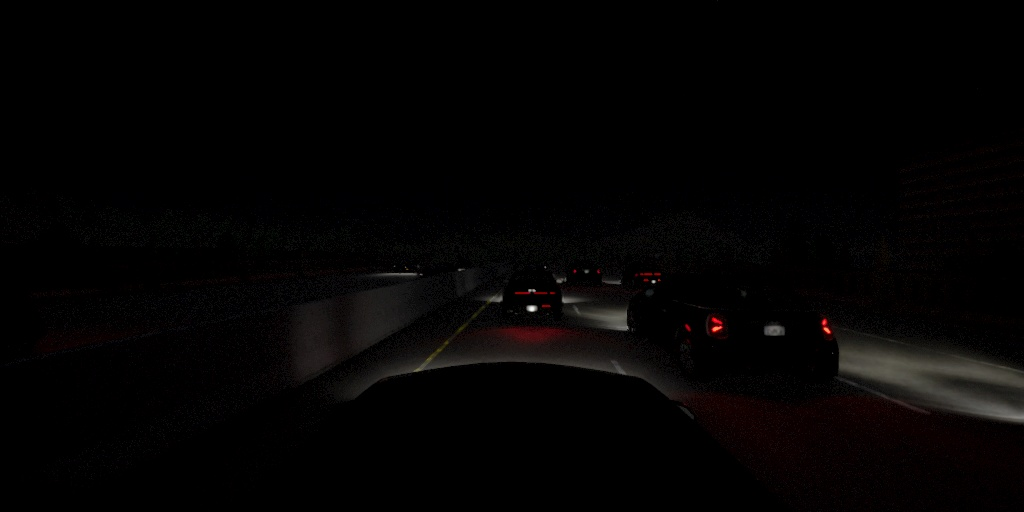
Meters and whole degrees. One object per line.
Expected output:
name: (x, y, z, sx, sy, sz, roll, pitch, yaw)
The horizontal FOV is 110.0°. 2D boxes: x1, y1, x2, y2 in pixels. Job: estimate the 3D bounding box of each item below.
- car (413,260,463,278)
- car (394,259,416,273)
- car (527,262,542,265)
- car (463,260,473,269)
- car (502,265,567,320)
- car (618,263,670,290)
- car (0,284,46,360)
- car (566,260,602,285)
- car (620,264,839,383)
car: (-5.498, 1.208, 27.511, 2.033, 1.411, 5.357, 0, 0, 4)
car: (-11.621, 1.108, 40.275, 1.837, 1.490, 4.892, 0, 0, 4)
car: (1.937, 1.232, 30.966, 2.033, 1.411, 5.357, 0, 0, 4)
car: (-7.106, 1.229, 54.209, 1.994, 1.385, 4.181, 0, -1, 4)
car: (0.712, 1.230, 12.588, 1.837, 1.490, 4.892, 0, 0, 3)
car: (8.436, 1.237, 23.363, 1.837, 1.490, 4.892, 0, 0, 4)
car: (-10.424, 1.047, 5.130, 2.097, 1.767, 4.553, 0, 0, 2)
car: (5.103, 1.063, 25.914, 2.097, 1.767, 4.553, 0, 0, 4)
car: (3.931, 1.105, 7.357, 2.097, 1.767, 4.553, 0, 0, 3)
